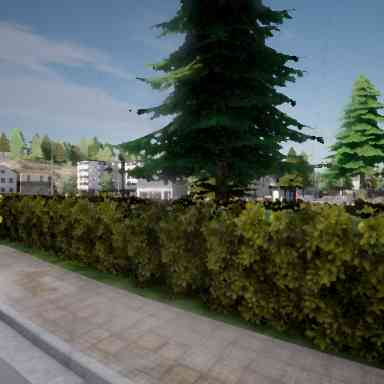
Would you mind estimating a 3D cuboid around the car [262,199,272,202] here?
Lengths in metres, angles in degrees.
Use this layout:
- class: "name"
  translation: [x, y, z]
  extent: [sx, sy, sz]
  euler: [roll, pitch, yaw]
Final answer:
- class: "car"
  translation: [9.874, 1.478, 44.379]
  extent: [5.008, 1.535, 1.882]
  euler: [0, 0, -45]

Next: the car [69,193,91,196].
- class: "car"
  translation: [-26.519, 1.153, 81.299]
  extent: [5.027, 1.636, 2.152]
  euler: [0, 0, -45]

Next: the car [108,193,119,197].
- class: "car"
  translation: [-15.238, 1.097, 70.372]
  extent: [4.605, 1.855, 1.932]
  euler: [0, 0, -45]

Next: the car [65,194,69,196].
- class: "car"
  translation: [-31.240, 1.232, 85.657]
  extent: [3.806, 1.475, 1.970]
  euler: [0, 0, -45]

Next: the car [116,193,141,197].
- class: "car"
  translation: [-9.719, 1.384, 53.936]
  extent: [3.806, 1.475, 1.970]
  euler: [0, 0, -45]

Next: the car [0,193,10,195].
- class: "car"
  translation: [-23.156, 1.330, 40.980]
  extent: [5.027, 1.636, 2.152]
  euler: [0, 0, -45]

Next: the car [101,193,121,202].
- class: "car"
  translation: [-17.566, 1.077, 72.159]
  extent: [3.866, 1.878, 1.905]
  euler: [0, 0, -45]

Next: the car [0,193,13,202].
- class: "car"
  translation: [-41.134, 1.097, 71.377]
  extent: [4.605, 1.855, 1.932]
  euler: [0, 0, -45]
